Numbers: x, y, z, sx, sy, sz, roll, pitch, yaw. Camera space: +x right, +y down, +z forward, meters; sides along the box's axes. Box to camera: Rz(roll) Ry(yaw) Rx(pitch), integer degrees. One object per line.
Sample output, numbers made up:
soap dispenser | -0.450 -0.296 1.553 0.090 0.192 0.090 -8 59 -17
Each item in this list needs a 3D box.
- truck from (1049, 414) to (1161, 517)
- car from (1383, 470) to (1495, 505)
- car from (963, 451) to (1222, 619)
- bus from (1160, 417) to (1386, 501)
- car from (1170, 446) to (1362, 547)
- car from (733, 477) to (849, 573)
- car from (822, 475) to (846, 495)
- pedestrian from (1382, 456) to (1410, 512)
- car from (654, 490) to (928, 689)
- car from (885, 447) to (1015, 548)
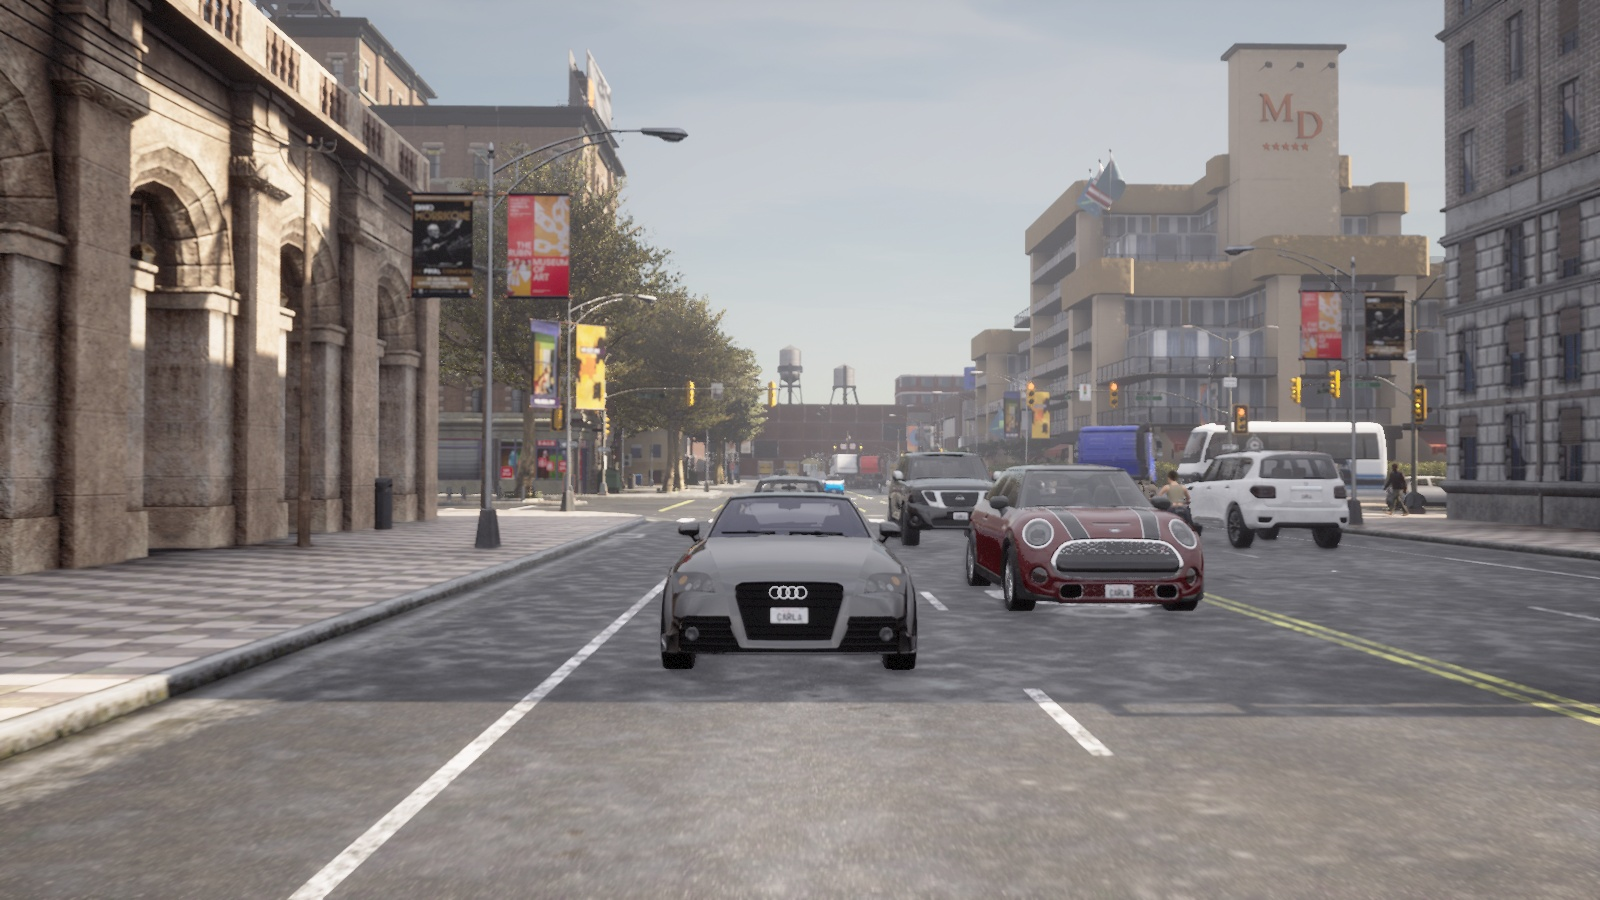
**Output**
truck | 11.465 0.608 46.616 2.891 3.462 7.936 -1 -1 22
car | 27.632 1.629 54.376 3.806 1.475 1.970 0 -1 -1
car | 3.386 0.934 15.536 2.097 1.767 4.553 0 -1 0
bus | 24.624 0.500 65.832 10.273 4.253 3.944 0 -1 -1
car | 10.239 0.990 28.156 2.150 2.045 5.566 0 -1 -1
car | -0.163 1.213 21.737 1.816 1.474 4.193 0 -1 -1
car | 2.276 2.356 84.927 1.481 1.376 2.207 0 -1 -1
pedestrian | 19.784 1.128 41.695 0.703 1.840 0.431 0 -1 -16
car | -0.083 1.078 11.223 1.994 1.385 4.181 0 -1 0
car | 3.238 1.021 28.339 2.150 2.045 5.566 0 -1 -1
